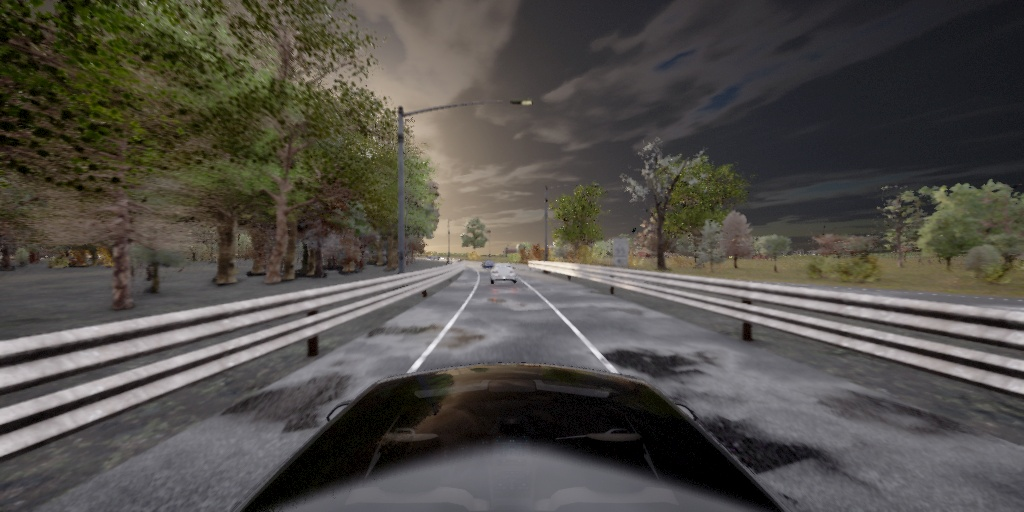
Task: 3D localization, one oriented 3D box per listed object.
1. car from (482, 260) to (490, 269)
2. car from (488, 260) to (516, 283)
[{"bbox_3d":[-3.737,1.298,56.414,2.033,1.411,5.357,0,0,-9],"label":"car"},{"bbox_3d":[-0.740,1.277,27.545,1.812,1.442,4.674,0,0,-4],"label":"car"}]
